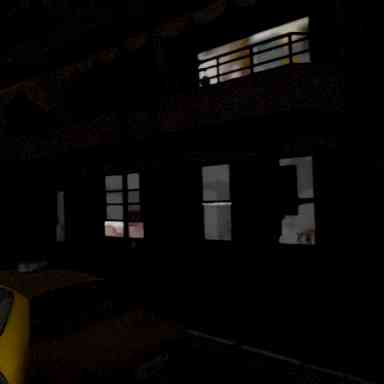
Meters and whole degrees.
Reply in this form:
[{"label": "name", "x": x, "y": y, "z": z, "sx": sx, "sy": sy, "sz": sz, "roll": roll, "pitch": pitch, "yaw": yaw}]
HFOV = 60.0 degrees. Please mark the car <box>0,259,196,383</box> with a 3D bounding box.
[{"label": "car", "x": -2.243, "y": 1.567, "z": 4.346, "sx": 4.829, "sy": 1.417, "sz": 1.752, "roll": -1, "pitch": -2, "yaw": 36}]
